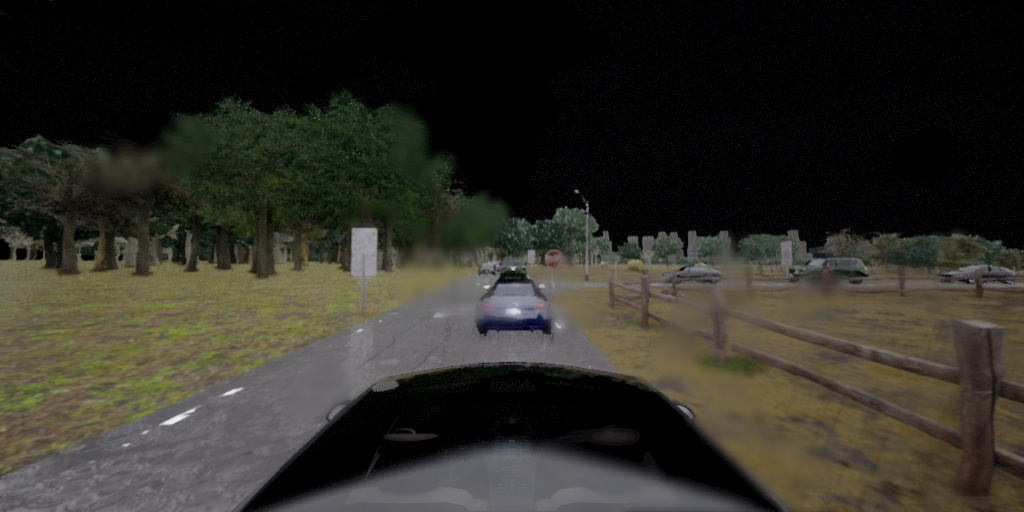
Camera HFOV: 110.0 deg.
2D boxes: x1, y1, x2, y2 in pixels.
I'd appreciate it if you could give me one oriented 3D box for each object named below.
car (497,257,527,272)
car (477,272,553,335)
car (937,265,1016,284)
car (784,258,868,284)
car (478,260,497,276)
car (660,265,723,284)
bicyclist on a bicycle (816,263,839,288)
[{"bbox_3d":[0.111,1.134,31.054,2.150,2.045,5.566,0,0,0],"label":"car"},{"bbox_3d":[0.096,1.353,10.709,1.994,1.385,4.181,0,0,1],"label":"car"},{"bbox_3d":[37.079,1.488,28.700,4.892,1.490,1.837,0,-2,0],"label":"car"},{"bbox_3d":[25.027,1.186,28.696,5.566,2.045,2.150,0,-2,0],"label":"car"},{"bbox_3d":[-2.825,1.497,42.238,1.837,1.490,4.892,0,0,0],"label":"car"},{"bbox_3d":[14.303,1.474,28.641,4.674,1.442,1.812,0,-2,-1],"label":"car"},{"bbox_3d":[19.920,1.249,22.695,0.582,1.620,1.656,0,0,0],"label":"bicyclist on a bicycle"}]
